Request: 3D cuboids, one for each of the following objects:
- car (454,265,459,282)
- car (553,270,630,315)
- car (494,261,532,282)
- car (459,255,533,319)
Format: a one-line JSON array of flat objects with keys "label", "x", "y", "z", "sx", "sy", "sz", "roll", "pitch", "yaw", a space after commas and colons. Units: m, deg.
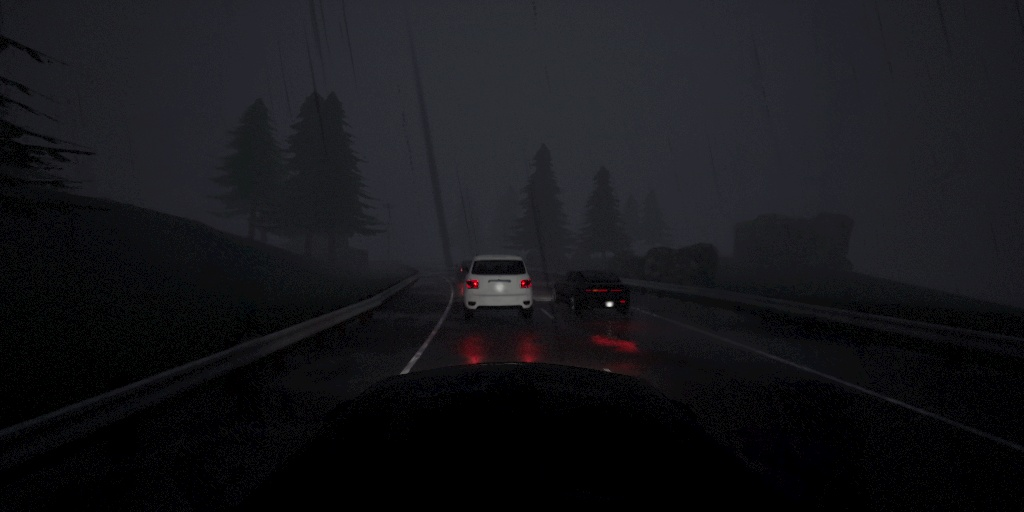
[{"label": "car", "x": -3.591, "y": 1.108, "z": 29.755, "sx": 2.097, "sy": 1.767, "sz": 4.553, "roll": 0, "pitch": 0, "yaw": -14}, {"label": "car", "x": 2.815, "y": 1.244, "z": 13.569, "sx": 1.837, "sy": 1.490, "sz": 4.892, "roll": 0, "pitch": 0, "yaw": -5}, {"label": "car", "x": -0.013, "y": 1.236, "z": 29.948, "sx": 2.128, "sy": 1.511, "sz": 4.902, "roll": 0, "pitch": 0, "yaw": -13}, {"label": "car", "x": -0.611, "y": 0.971, "z": 13.024, "sx": 2.150, "sy": 2.045, "sz": 5.566, "roll": 0, "pitch": 0, "yaw": -6}]
